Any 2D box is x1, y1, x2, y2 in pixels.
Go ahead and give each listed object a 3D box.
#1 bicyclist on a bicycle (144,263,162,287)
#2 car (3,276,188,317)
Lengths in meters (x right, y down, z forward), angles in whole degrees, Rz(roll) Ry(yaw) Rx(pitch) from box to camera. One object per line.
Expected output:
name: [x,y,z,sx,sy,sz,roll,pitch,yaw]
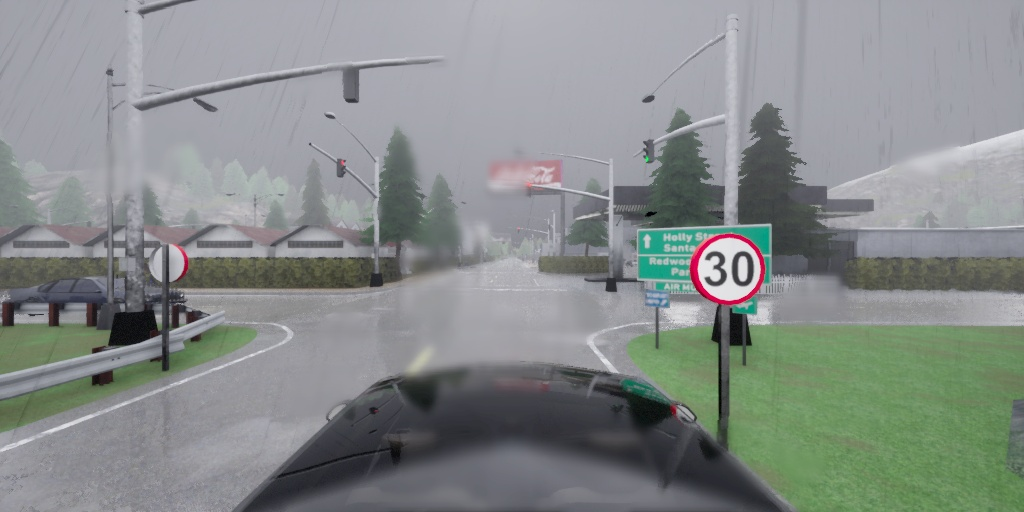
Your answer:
bicyclist on a bicycle: [-21.672,1.244,21.339,0.582,1.620,1.656,0,0,1]
car: [-15.835,1.489,13.774,5.357,1.411,2.033,0,0,0]
